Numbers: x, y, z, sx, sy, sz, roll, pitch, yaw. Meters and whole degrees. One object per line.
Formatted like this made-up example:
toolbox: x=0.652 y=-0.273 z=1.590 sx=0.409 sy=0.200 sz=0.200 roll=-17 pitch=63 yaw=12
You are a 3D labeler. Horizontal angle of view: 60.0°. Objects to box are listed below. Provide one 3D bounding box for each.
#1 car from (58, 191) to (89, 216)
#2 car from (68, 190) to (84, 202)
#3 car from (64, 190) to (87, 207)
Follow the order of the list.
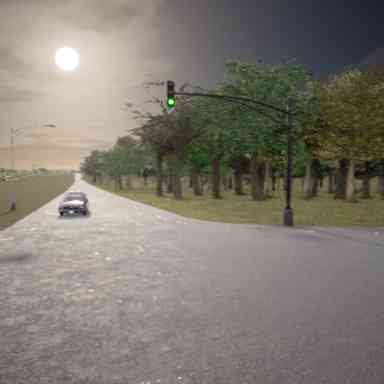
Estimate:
car: x=-9.020 y=0.934 z=25.666 sx=2.033 sy=1.411 sz=5.357 roll=-1 pitch=2 yaw=-14
car: x=-15.593 y=0.490 z=44.880 sx=1.895 sy=1.301 sz=4.718 roll=-1 pitch=2 yaw=-18
car: x=-12.325 y=0.639 z=35.237 sx=2.128 sy=1.511 sz=4.902 roll=-1 pitch=2 yaw=-19
